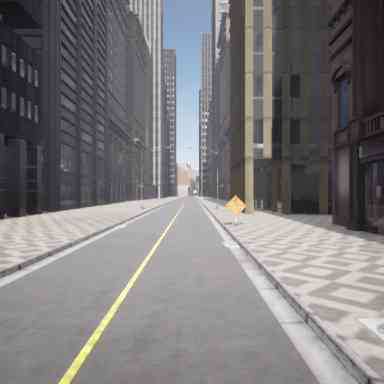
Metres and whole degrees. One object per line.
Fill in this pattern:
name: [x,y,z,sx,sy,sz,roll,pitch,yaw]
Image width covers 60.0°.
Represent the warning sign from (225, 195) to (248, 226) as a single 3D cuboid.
warning sign: [2.711,1.128,20.487,1.300,1.860,1.060,0,0,0]
